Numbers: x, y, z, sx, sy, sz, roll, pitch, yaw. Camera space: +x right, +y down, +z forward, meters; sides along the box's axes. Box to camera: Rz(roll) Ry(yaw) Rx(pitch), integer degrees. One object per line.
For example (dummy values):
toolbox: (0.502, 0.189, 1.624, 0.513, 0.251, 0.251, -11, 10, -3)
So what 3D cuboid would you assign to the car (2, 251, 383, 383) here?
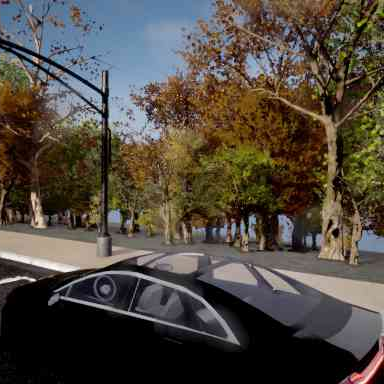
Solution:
car: (-0.408, 1.491, 3.985, 4.902, 1.511, 2.128, 0, 0, 36)
